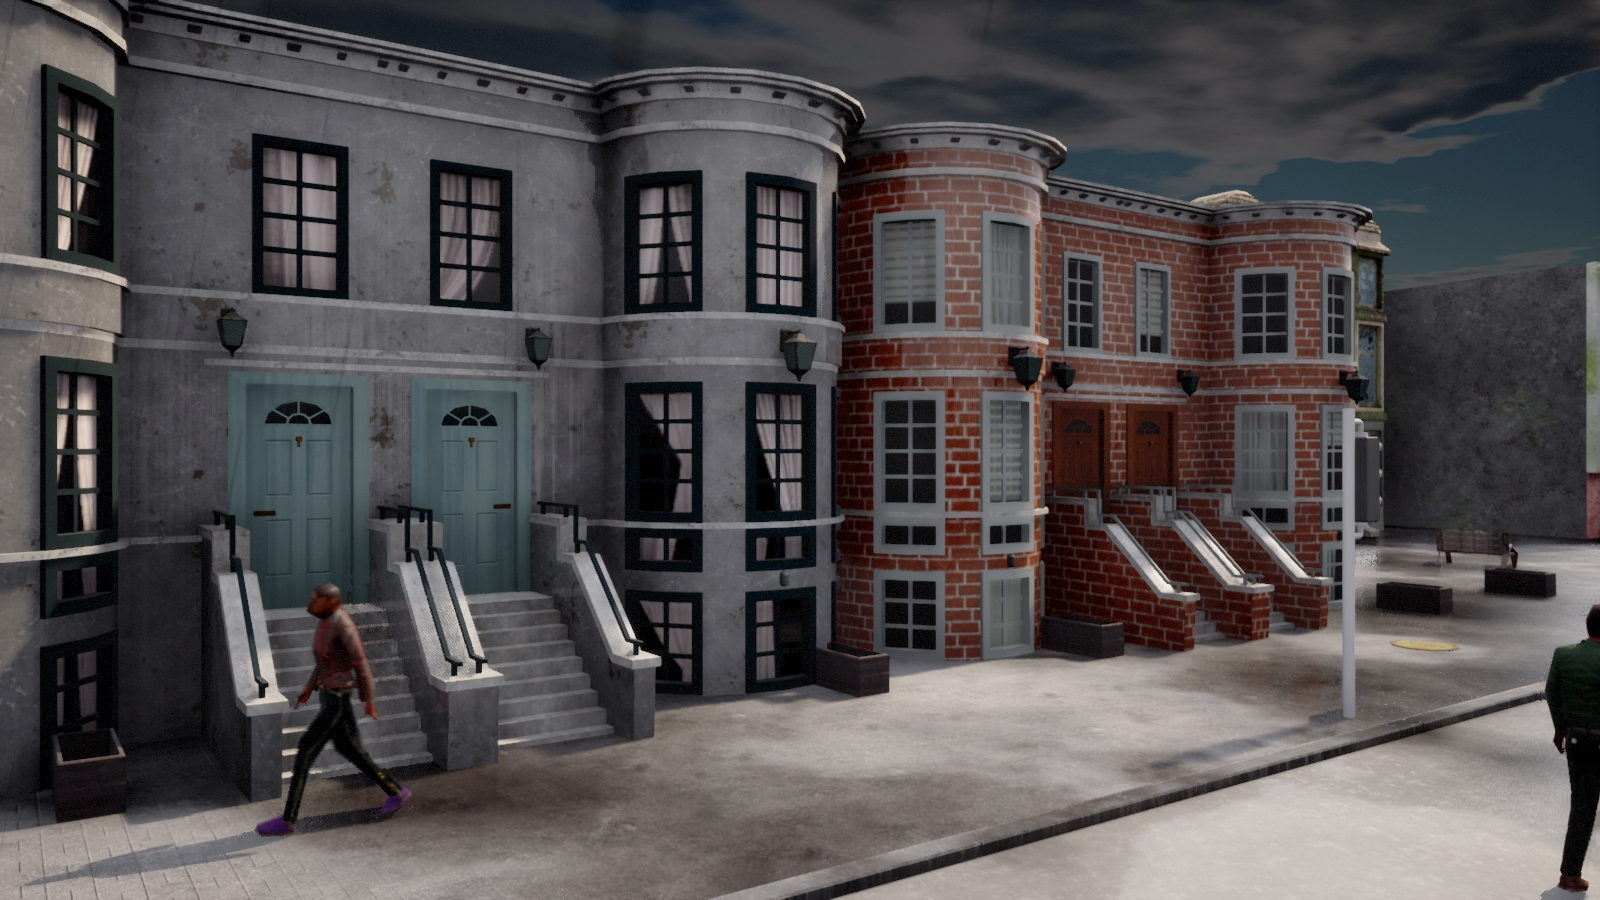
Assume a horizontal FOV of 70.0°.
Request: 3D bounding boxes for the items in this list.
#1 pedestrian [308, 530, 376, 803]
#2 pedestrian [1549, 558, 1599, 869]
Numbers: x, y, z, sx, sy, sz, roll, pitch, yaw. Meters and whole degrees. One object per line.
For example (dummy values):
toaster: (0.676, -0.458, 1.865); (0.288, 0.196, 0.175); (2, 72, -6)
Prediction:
pedestrian: (-3.287, 1.524, 8.199); (0.375, 1.860, 0.375); (0, 0, -35)
pedestrian: (5.006, 1.628, 7.166); (0.375, 1.860, 0.375); (0, 0, -23)
